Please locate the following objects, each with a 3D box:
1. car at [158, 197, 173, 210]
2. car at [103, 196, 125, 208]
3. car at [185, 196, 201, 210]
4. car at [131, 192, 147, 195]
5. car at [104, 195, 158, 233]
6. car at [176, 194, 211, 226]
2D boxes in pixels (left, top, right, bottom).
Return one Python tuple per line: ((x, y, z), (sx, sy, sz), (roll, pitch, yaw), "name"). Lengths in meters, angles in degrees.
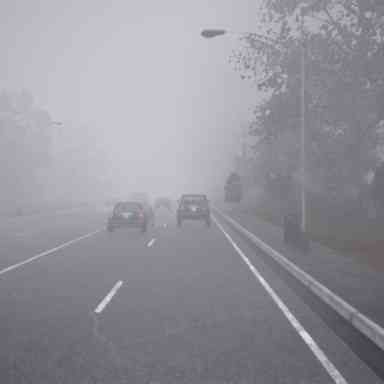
((-3.397, 1.313, 39.777), (1.837, 1.490, 4.892), (0, 1, 0), "car")
((-10.576, 1.329, 45.305), (1.994, 1.385, 4.181), (0, 0, 0), "car")
((0.105, 1.275, 41.017), (1.882, 1.535, 5.008), (0, 1, 0), "car")
((-7.087, 0.996, 44.140), (2.150, 2.045, 5.566), (0, 0, 0), "car")
((-3.398, 1.264, 19.279), (2.097, 1.767, 4.553), (0, 0, 0), "car")
((0.101, 1.120, 22.649), (2.150, 2.045, 5.566), (0, 0, 0), "car")
